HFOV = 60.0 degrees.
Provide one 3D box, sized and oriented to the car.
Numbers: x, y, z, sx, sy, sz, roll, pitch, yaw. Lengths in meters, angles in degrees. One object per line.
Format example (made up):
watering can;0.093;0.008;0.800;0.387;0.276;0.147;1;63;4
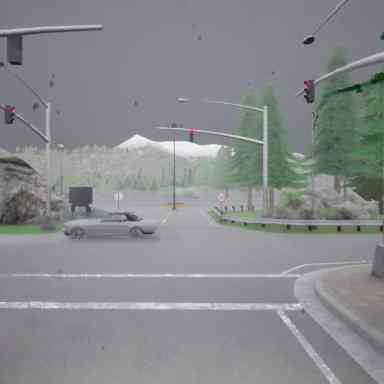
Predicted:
car;-4.053;1.702;17.015;4.718;1.301;1.895;-1;0;0
